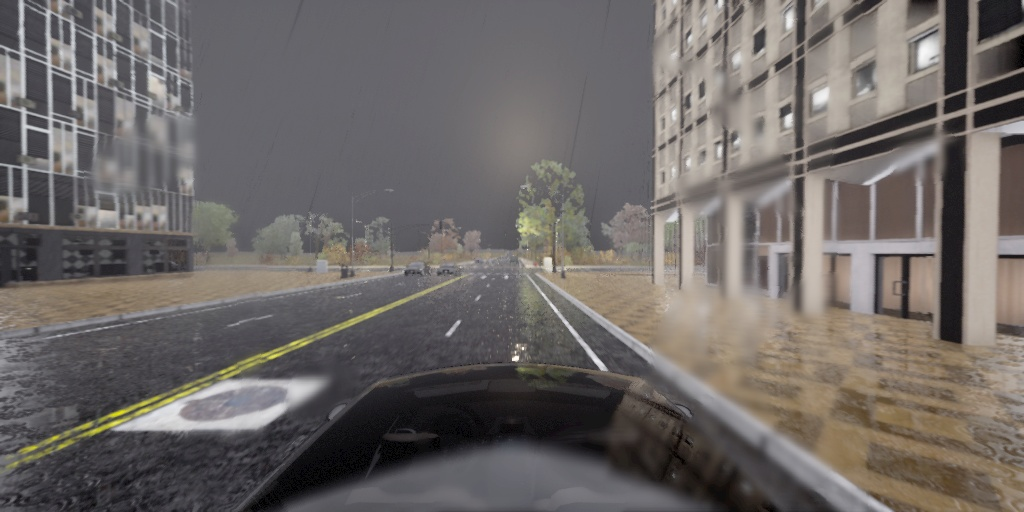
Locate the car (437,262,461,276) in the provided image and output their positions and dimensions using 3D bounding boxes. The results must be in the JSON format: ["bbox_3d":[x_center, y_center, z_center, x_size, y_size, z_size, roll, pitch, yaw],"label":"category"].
[{"bbox_3d":[-6.495,1.351,37.282,1.994,1.385,4.181,0,0,0],"label":"car"}]

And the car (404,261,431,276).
[{"bbox_3d":[-9.745,1.297,37.280,1.837,1.490,4.892,0,0,0],"label":"car"}]
